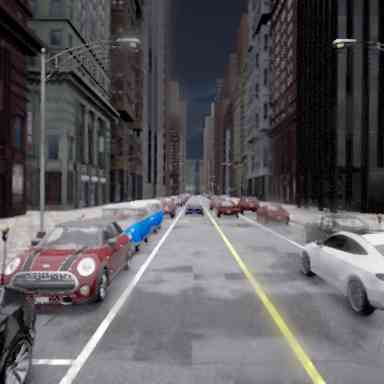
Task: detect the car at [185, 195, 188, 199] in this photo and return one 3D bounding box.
[{"bbox_3d":[-2.252,1.703,64.400,1.947,1.339,4.313,0,0,0],"label":"car"}]

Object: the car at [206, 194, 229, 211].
[{"bbox_3d":[3.354,1.466,43.634,2.097,1.767,4.553,0,0,1],"label":"car"}]

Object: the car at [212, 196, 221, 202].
[{"bbox_3d":[6.458,1.810,86.887,2.008,1.369,4.403,0,0,0],"label":"car"}]

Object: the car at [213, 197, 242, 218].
[{"bbox_3d":[3.287,1.563,31.742,1.882,1.535,5.008,0,0,1],"label":"car"}]

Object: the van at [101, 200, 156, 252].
[{"bbox_3d":[-2.667,1.350,13.673,1.690,1.788,3.998,0,0,0],"label":"van"}]

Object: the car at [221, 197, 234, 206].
[{"bbox_3d":[6.228,1.700,58.877,1.752,1.417,4.829,0,0,0],"label":"car"}]

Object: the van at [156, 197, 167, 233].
[{"bbox_3d":[-2.620,1.362,19.309,1.690,1.788,3.998,0,0,0],"label":"van"}]

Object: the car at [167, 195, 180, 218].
[{"bbox_3d":[-2.528,1.360,30.582,2.192,1.841,5.009,0,0,0],"label":"car"}]

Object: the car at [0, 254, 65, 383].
[{"bbox_3d":[-2.760,1.553,2.400,1.947,1.339,4.313,0,0,0],"label":"car"}]

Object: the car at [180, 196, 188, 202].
[{"bbox_3d":[-2.067,1.771,86.946,1.947,1.339,4.313,0,0,0],"label":"car"}]

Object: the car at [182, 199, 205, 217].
[{"bbox_3d":[0.251,1.668,32.444,1.895,1.301,4.718,0,0,0],"label":"car"}]

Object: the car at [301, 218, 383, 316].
[{"bbox_3d":[3.946,1.565,7.474,1.812,1.442,4.674,0,0,0],"label":"car"}]

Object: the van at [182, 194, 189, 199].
[{"bbox_3d":[-2.158,1.512,75.674,1.690,1.788,3.998,0,0,0],"label":"van"}]

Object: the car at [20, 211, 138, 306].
[{"bbox_3d":[-2.713,1.437,8.037,1.967,1.590,4.097,0,0,0],"label":"car"}]

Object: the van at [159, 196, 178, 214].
[{"bbox_3d":[-2.482,1.400,36.218,1.690,1.788,3.998,0,0,0],"label":"van"}]

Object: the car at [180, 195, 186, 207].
[{"bbox_3d":[-2.344,1.648,53.127,1.887,1.381,4.507,0,0,0],"label":"car"}]

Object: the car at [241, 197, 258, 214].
[{"bbox_3d":[6.043,1.428,36.162,2.192,1.841,5.009,0,0,0],"label":"car"}]

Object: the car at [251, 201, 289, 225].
[{"bbox_3d":[5.950,1.632,24.890,1.887,1.381,4.507,0,0,0],"label":"car"}]

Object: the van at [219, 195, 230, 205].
[{"bbox_3d":[6.274,1.532,64.343,1.690,1.788,3.998,0,0,0],"label":"van"}]

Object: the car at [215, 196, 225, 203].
[{"bbox_3d":[6.366,1.665,75.615,1.967,1.590,4.097,0,0,0],"label":"car"}]

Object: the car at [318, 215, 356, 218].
[{"bbox_3d":[5.857,1.613,13.618,2.008,1.369,4.403,0,0,0],"label":"car"}]

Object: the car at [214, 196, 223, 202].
[{"bbox_3d":[6.413,1.768,81.421,1.752,1.417,4.829,0,0,0],"label":"car"}]
